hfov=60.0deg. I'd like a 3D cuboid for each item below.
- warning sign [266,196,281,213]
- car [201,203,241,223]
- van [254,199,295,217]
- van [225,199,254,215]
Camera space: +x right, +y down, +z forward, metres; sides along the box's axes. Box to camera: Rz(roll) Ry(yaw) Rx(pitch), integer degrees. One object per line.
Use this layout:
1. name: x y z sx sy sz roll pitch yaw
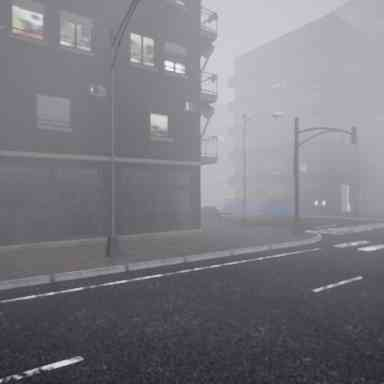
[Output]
1. warning sign: 9.108 1.378 37.026 1.300 1.860 1.060 1 0 -36
2. car: 1.877 1.860 28.720 1.802 1.307 4.206 -1 0 -36
3. van: 8.617 1.582 33.637 1.690 1.788 3.998 -1 0 -36
4. van: 5.301 1.656 38.153 1.690 1.788 3.998 -1 0 -36
